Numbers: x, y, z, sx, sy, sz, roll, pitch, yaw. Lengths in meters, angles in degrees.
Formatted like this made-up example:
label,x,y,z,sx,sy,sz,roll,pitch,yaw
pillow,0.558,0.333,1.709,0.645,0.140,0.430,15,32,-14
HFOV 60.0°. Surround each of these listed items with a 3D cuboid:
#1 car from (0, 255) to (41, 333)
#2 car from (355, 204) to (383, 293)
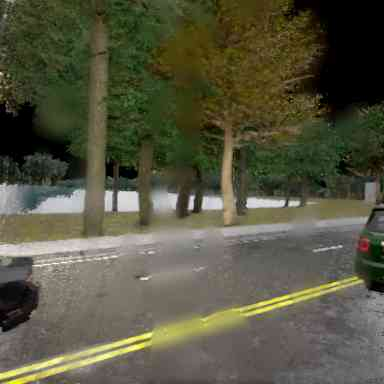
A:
label,x,y,z,sx,sy,sz,roll,pitch,yaw
car,-4.666,1.500,4.348,4.892,1.490,1.837,0,0,-35
car,6.044,1.257,7.750,5.566,2.045,2.150,0,0,-36
